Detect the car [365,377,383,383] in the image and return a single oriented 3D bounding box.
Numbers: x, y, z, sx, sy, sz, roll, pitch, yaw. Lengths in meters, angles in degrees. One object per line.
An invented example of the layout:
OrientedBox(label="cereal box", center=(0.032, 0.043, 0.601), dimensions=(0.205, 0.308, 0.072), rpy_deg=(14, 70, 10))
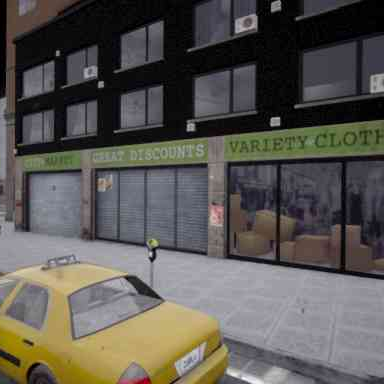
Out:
OrientedBox(label="car", center=(2.793, 1.551, 1.097), dimensions=(4.403, 1.369, 2.008), rpy_deg=(0, 1, 36))

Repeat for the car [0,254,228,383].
OrientedBox(label="car", center=(-1.892, 1.524, 4.441), dimensions=(4.829, 1.417, 1.752), rpy_deg=(0, 1, 36))
